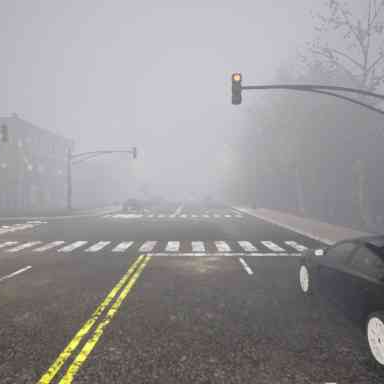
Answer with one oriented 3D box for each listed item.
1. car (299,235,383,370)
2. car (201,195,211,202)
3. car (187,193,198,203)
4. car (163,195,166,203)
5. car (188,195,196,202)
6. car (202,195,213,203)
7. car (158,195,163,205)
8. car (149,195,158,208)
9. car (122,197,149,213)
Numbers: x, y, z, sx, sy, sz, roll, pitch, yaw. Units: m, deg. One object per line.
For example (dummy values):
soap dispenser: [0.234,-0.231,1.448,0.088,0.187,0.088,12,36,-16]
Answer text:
car: [3.344,1.477,5.663,1.882,1.535,5.008,0,0,1]
car: [3.270,1.494,79.178,2.128,1.511,4.902,0,0,0]
car: [0.116,1.195,68.658,2.150,2.045,5.566,0,0,0]
car: [-6.509,1.328,66.725,2.097,1.767,4.553,0,0,0]
car: [0.021,1.509,79.299,2.033,1.411,5.357,0,0,0]
car: [3.370,1.480,68.989,1.837,1.490,4.892,0,0,0]
car: [-6.569,1.458,56.646,1.882,1.535,5.008,0,0,0]
car: [-6.577,1.476,47.071,2.128,1.511,4.902,0,0,0]
car: [-6.581,1.481,37.613,2.128,1.511,4.902,0,0,0]
